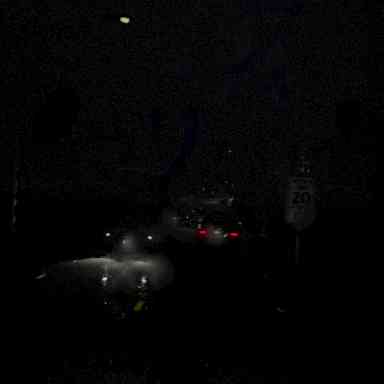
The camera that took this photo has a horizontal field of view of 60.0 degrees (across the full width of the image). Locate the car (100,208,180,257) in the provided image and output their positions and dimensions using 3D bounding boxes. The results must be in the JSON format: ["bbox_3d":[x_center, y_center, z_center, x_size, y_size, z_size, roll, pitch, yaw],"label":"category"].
[{"bbox_3d":[-1.868,1.462,12.552,1.994,1.385,4.181,3,0,6],"label":"car"}]

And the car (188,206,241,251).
[{"bbox_3d":[1.220,1.640,14.944,2.033,1.411,5.357,3,0,5],"label":"car"}]

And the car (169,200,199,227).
[{"bbox_3d":[-0.826,1.513,23.377,1.837,1.490,4.892,3,0,6],"label":"car"}]

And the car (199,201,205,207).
[{"bbox_3d":[0.339,1.640,35.057,1.882,1.535,5.008,3,-1,6],"label":"car"}]

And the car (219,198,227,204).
[{"bbox_3d":[8.835,2.714,94.805,1.882,1.535,5.008,3,0,5],"label":"car"}]
